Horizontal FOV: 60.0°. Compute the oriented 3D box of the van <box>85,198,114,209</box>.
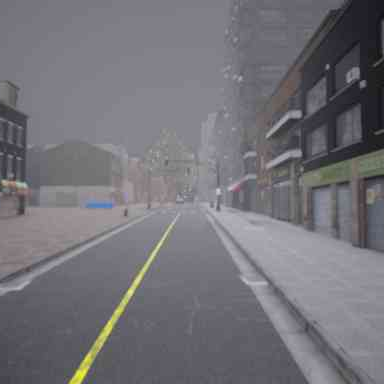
[{"bbox_3d":[-12.929,1.691,46.828,3.998,1.788,1.690,0,-3,0],"label":"van"}]

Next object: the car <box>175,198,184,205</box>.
[{"bbox_3d":[-2.756,2.065,74.118,1.882,1.535,5.008,0,-1,0],"label":"car"}]
